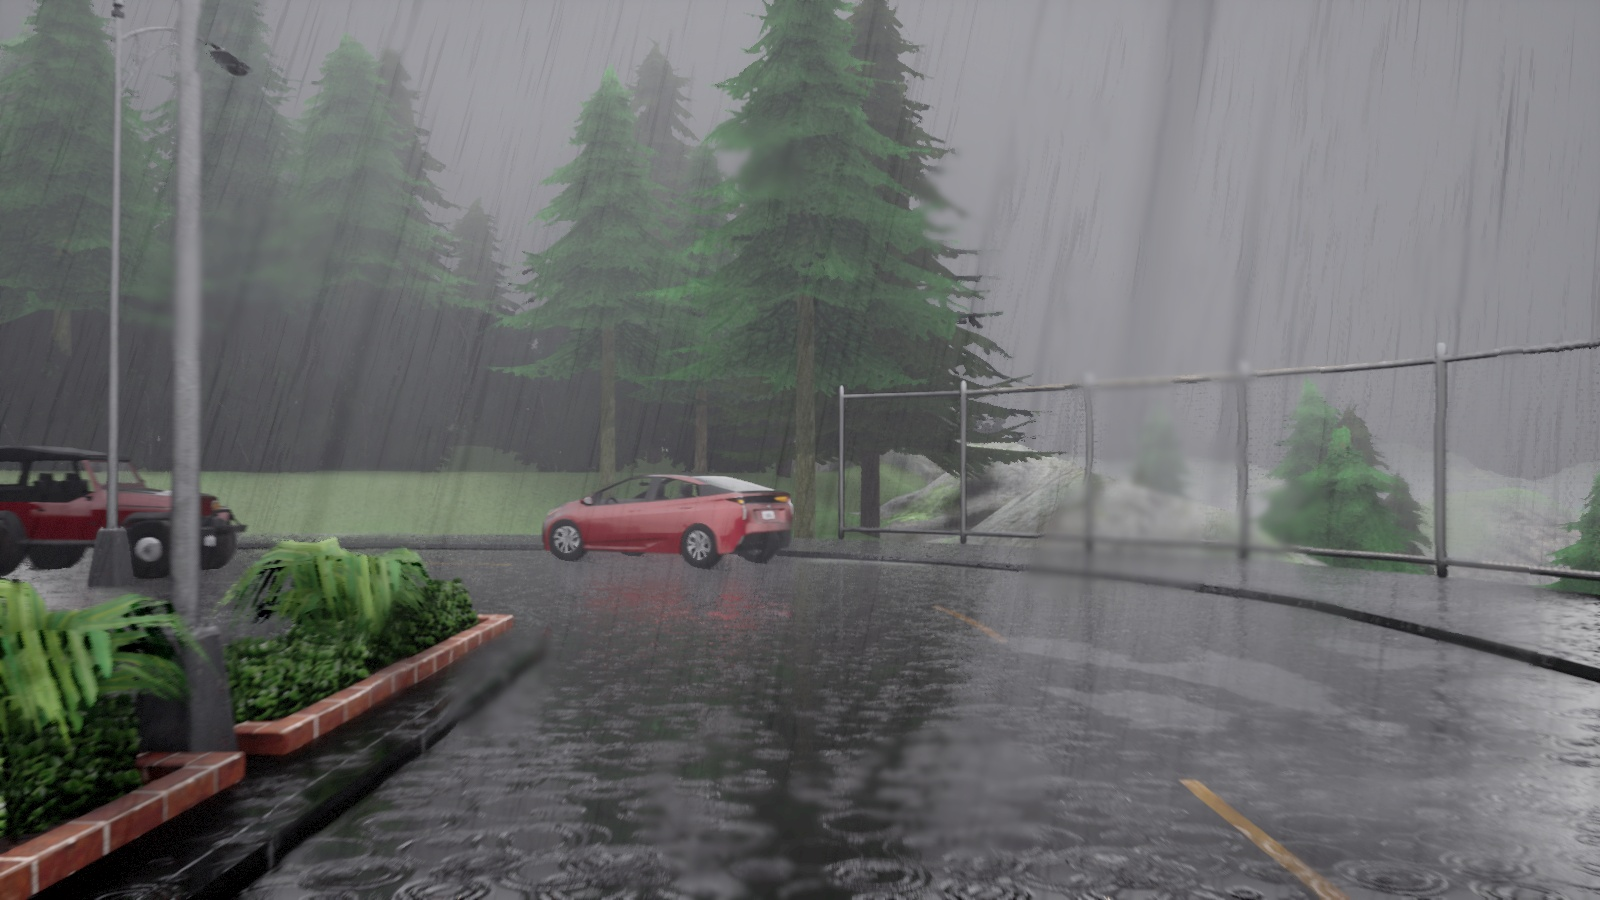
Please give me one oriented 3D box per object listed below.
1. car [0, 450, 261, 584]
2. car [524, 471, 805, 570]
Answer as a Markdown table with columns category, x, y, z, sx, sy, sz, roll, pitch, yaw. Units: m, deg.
| category | x | y | z | sx | sy | sz | roll | pitch | yaw |
| --- | --- | --- | --- | --- | --- | --- | --- | --- | --- |
| car | -10.343 | 0.964 | 18.628 | 3.866 | 1.878 | 1.905 | 0 | -1 | 0 |
| car | -2.358 | 1.132 | 21.452 | 4.514 | 1.525 | 2.007 | -1 | -1 | 33 |
